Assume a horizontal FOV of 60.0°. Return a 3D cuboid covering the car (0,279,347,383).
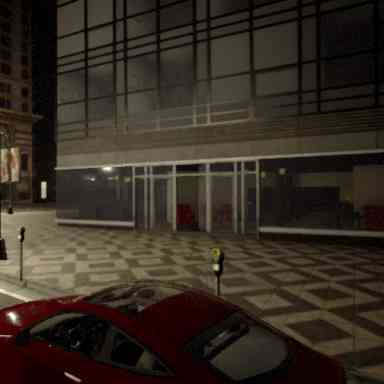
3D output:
[{"bbox_3d":[-0.661,1.580,3.325,4.206,1.307,1.802,0,0,35],"label":"car"}]
